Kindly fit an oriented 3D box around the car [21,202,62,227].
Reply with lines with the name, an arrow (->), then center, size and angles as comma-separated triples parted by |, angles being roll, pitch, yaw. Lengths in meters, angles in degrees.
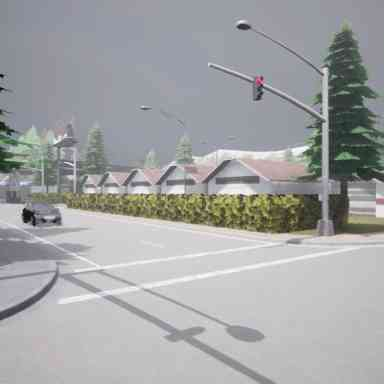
car -> -10.572, 1.511, 23.264 | 2.128, 1.511, 4.902 | 0, 1, -37
